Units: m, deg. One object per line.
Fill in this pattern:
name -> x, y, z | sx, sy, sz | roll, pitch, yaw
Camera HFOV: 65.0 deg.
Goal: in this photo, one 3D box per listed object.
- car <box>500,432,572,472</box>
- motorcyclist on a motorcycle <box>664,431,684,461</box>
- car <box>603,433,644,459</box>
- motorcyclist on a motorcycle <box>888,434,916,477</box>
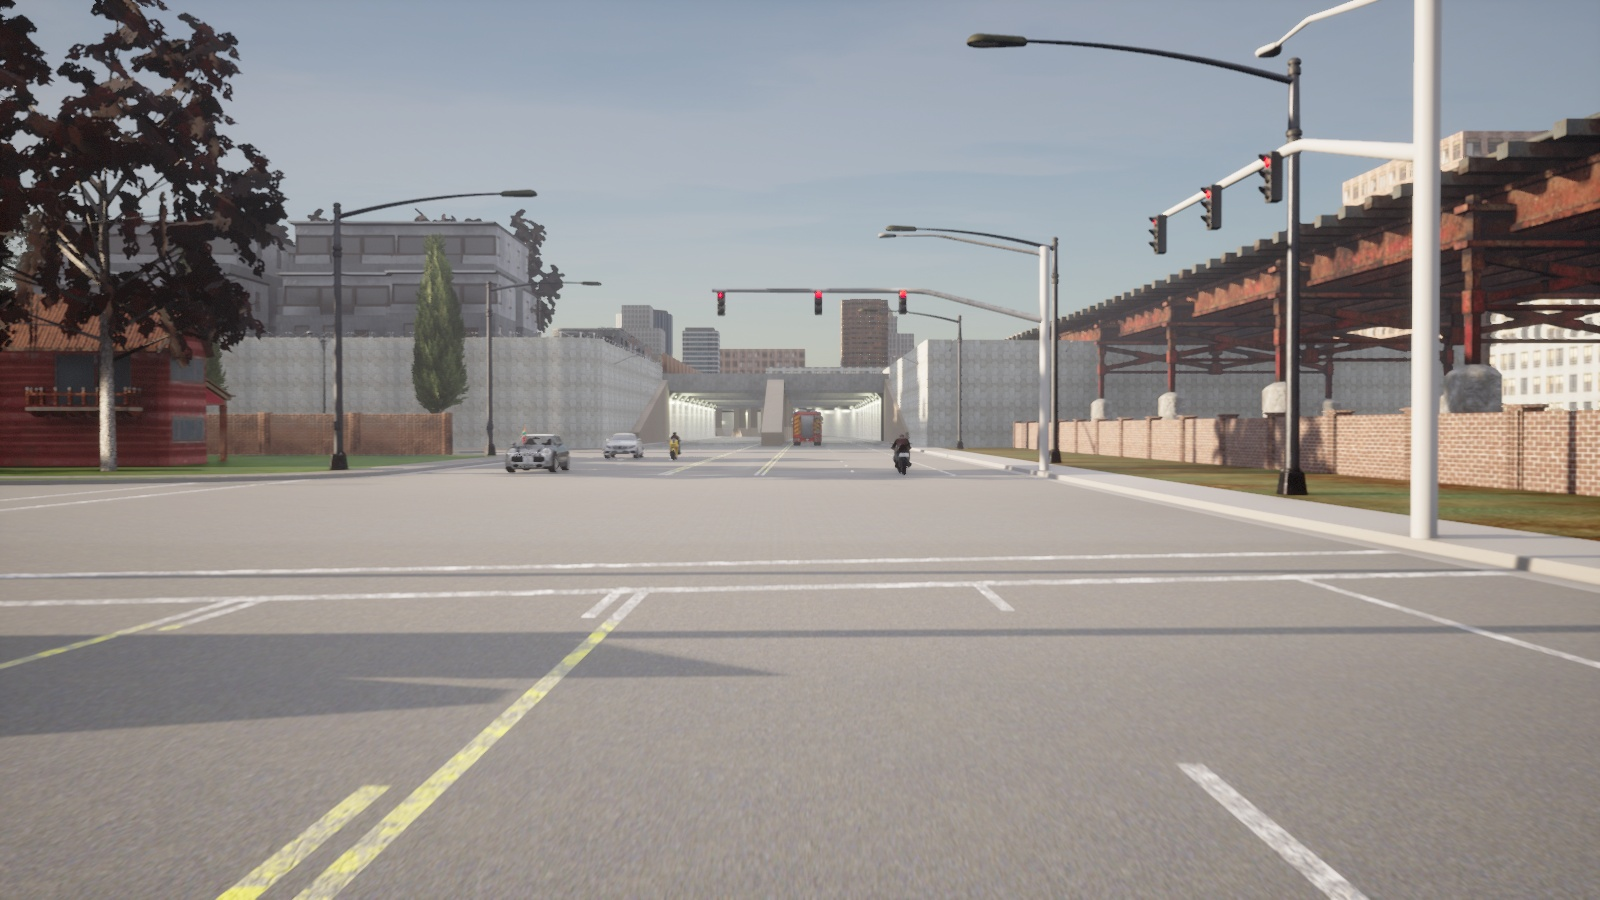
car -> -10.209, 0.062, 48.815 | 1.970, 1.475, 3.806 | 0, 1, 0
motorcyclist on a motorcycle -> -6.612, -0.214, 66.038 | 0.797, 1.523, 2.044 | 0, 1, 0
car -> -10.013, -0.263, 71.459 | 1.812, 1.442, 4.674 | 0, 1, -1
motorcyclist on a motorcycle -> 3.778, 0.180, 46.580 | 0.866, 1.530, 2.191 | 0, 1, 0
